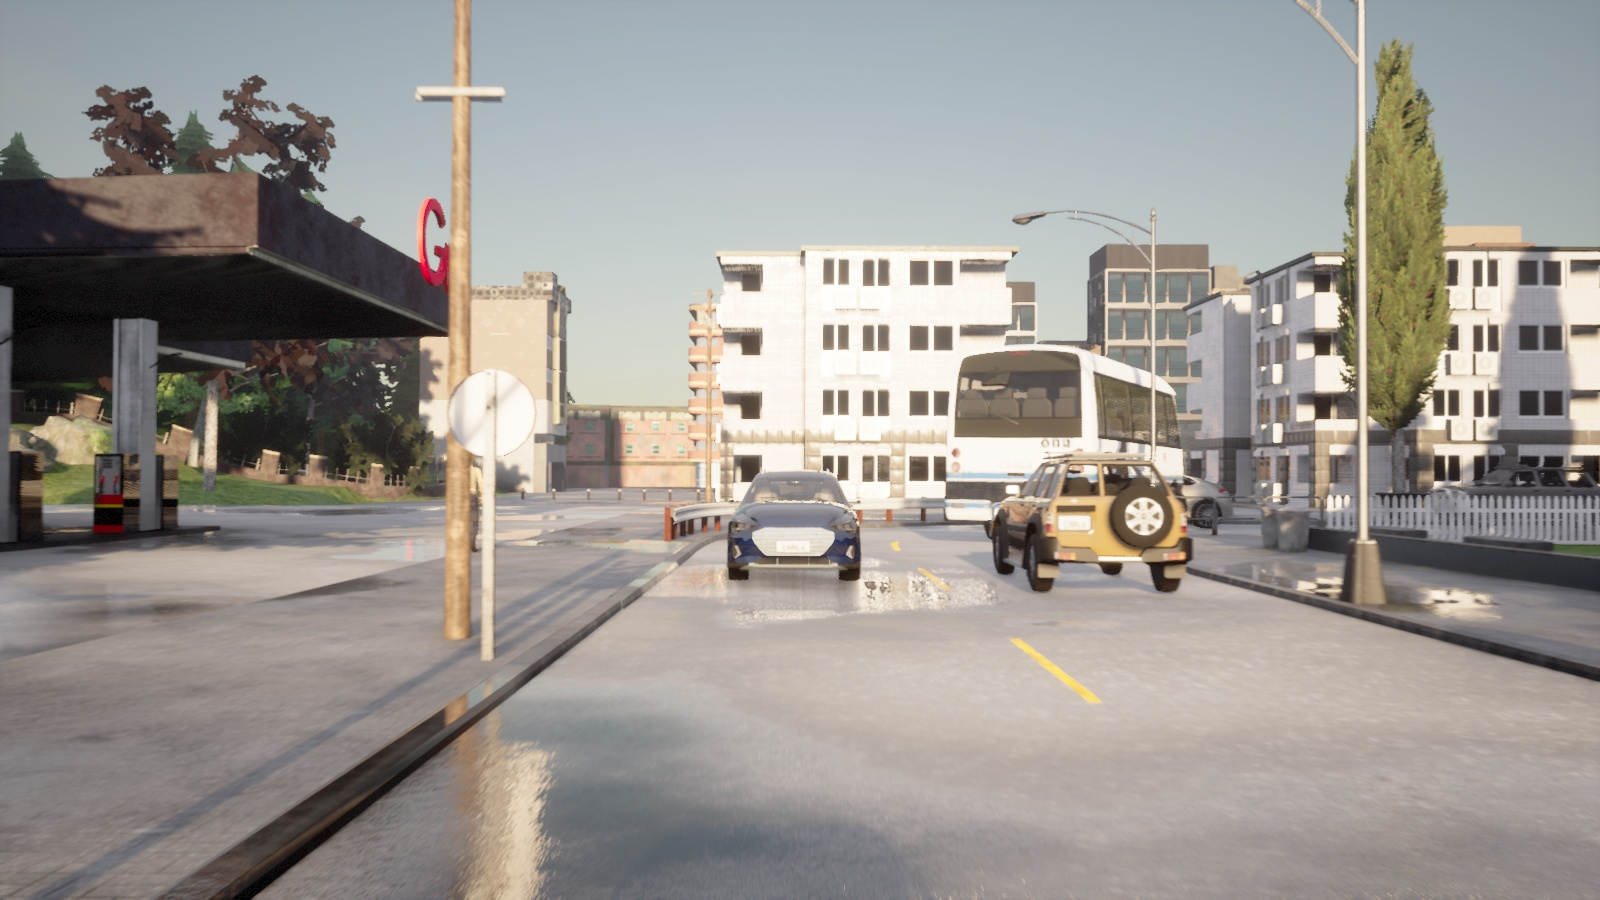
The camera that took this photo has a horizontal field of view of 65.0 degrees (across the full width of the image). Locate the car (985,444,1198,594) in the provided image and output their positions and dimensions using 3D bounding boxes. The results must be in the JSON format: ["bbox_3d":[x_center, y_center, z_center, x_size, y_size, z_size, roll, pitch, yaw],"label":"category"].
[{"bbox_3d":[3.955,0.931,17.908,1.932,1.855,4.605,0,-2,0],"label":"car"}]

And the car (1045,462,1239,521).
[{"bbox_3d":[9.940,1.209,36.735,5.027,1.651,2.152,0,-2,-5],"label":"car"}]

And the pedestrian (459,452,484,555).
[{"bbox_3d":[-5.919,0.952,22.642,0.345,1.836,0.594,0,-1,-4],"label":"pedestrian"}]

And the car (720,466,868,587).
[{"bbox_3d":[-0.064,1.097,19.731,2.033,1.649,4.856,0,-1,0],"label":"car"}]

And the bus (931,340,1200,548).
[{"bbox_3d":[6.972,-0.027,31.111,3.944,4.253,10.273,0,-1,27],"label":"bus"}]

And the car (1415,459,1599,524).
[{"bbox_3d":[20.897,1.205,36.960,4.605,1.855,1.932,0,-1,0],"label":"car"}]
